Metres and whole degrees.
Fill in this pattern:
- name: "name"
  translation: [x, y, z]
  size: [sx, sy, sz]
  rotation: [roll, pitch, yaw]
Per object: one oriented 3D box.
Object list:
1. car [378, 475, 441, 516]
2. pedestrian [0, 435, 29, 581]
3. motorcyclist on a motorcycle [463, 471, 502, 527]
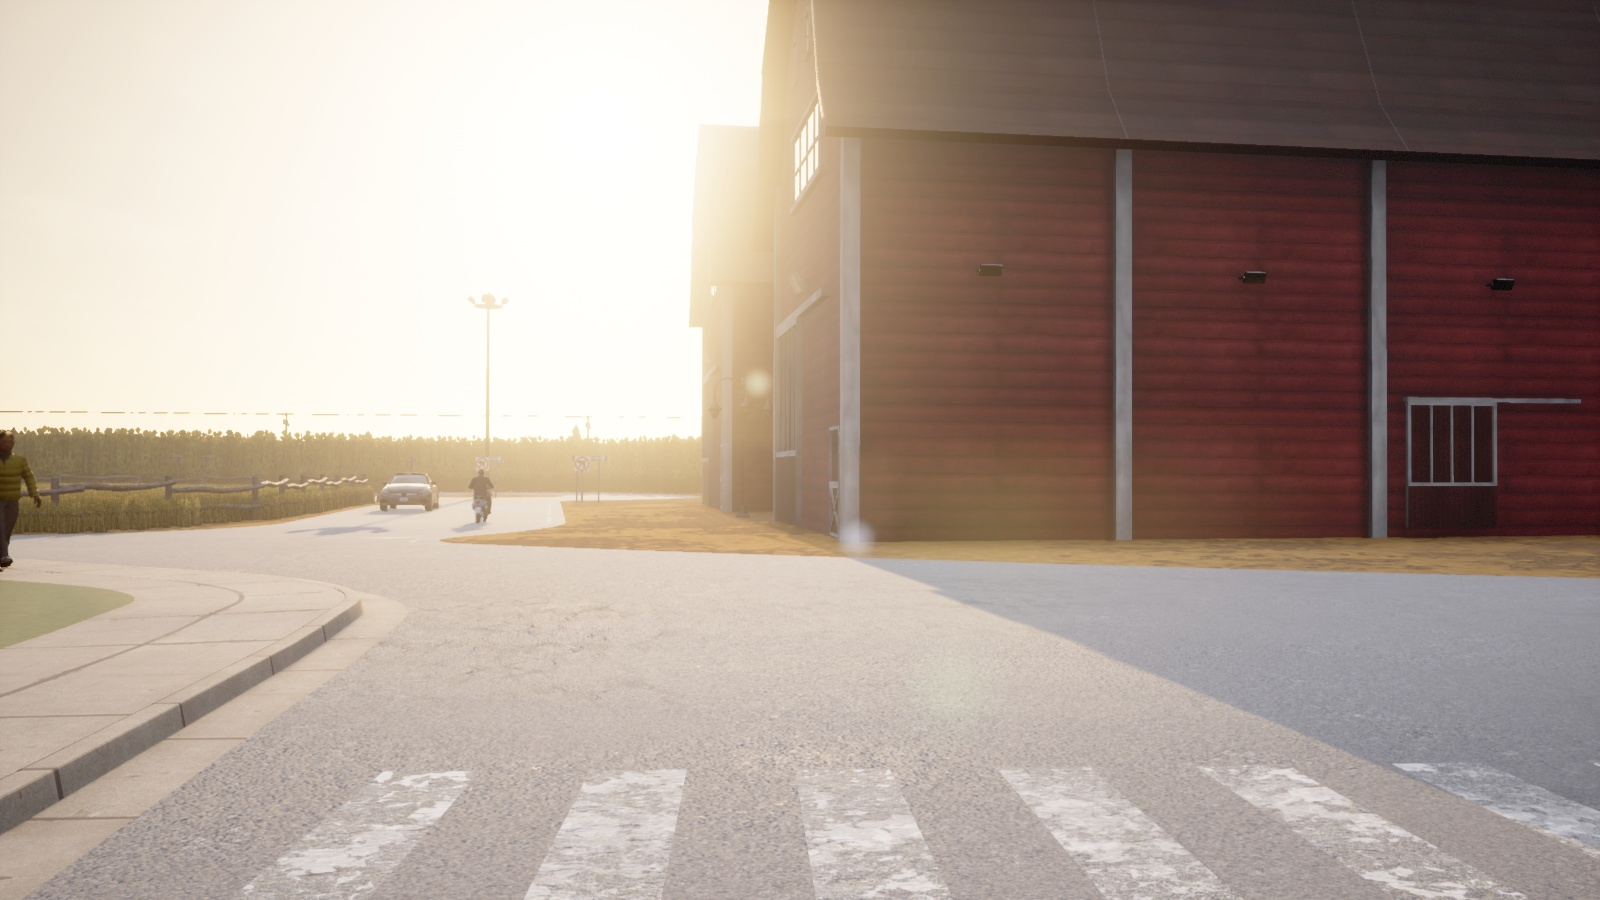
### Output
- name: "car"
  translation: [-14.970, 1.710, 48.312]
  size: [1.812, 1.442, 4.674]
  rotation: [0, -1, -11]
- name: "pedestrian"
  translation: [-10.233, 0.734, 16.125]
  size: [0.431, 1.840, 0.709]
  rotation: [1, -1, -43]
- name: "motorcyclist on a motorcycle"
  translation: [-9.423, 1.431, 37.302]
  size: [0.866, 1.590, 1.817]
  rotation: [-1, -1, -7]
